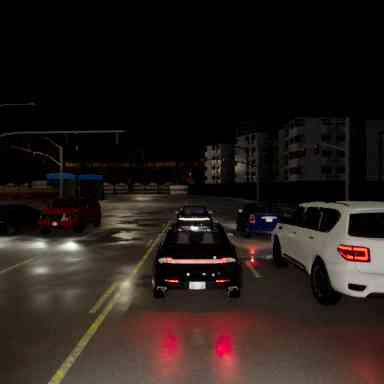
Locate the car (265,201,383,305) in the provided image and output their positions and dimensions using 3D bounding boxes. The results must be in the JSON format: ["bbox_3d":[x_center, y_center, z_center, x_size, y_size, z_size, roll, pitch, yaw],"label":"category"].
[{"bbox_3d":[3.594,1.219,8.240,2.150,2.045,5.566,0,0,0],"label":"car"}]

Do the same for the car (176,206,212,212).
[{"bbox_3d":[0.111,1.472,17.940,2.128,1.511,4.902,0,0,0],"label":"car"}]

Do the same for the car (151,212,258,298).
[{"bbox_3d":[0.102,1.499,8.527,2.128,1.511,4.902,0,0,0],"label":"car"}]

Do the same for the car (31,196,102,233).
[{"bbox_3d":[-6.991,1.267,19.707,2.150,2.045,5.566,0,0,0],"label":"car"}]

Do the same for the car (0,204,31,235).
[{"bbox_3d":[-10.498,1.481,19.131,1.882,1.535,5.008,0,0,0],"label":"car"}]

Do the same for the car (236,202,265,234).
[{"bbox_3d":[3.609,1.328,17.663,2.097,1.767,4.553,0,0,0],"label":"car"}]
